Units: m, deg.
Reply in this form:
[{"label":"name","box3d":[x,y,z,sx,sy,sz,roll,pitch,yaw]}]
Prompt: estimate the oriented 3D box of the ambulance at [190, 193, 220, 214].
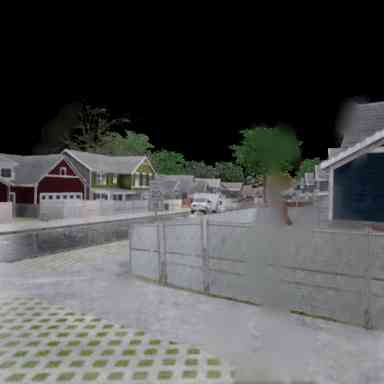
[{"label":"ambulance","box3d":[1.666,1.420,41.896,2.351,2.431,6.366,1,0,19]}]
